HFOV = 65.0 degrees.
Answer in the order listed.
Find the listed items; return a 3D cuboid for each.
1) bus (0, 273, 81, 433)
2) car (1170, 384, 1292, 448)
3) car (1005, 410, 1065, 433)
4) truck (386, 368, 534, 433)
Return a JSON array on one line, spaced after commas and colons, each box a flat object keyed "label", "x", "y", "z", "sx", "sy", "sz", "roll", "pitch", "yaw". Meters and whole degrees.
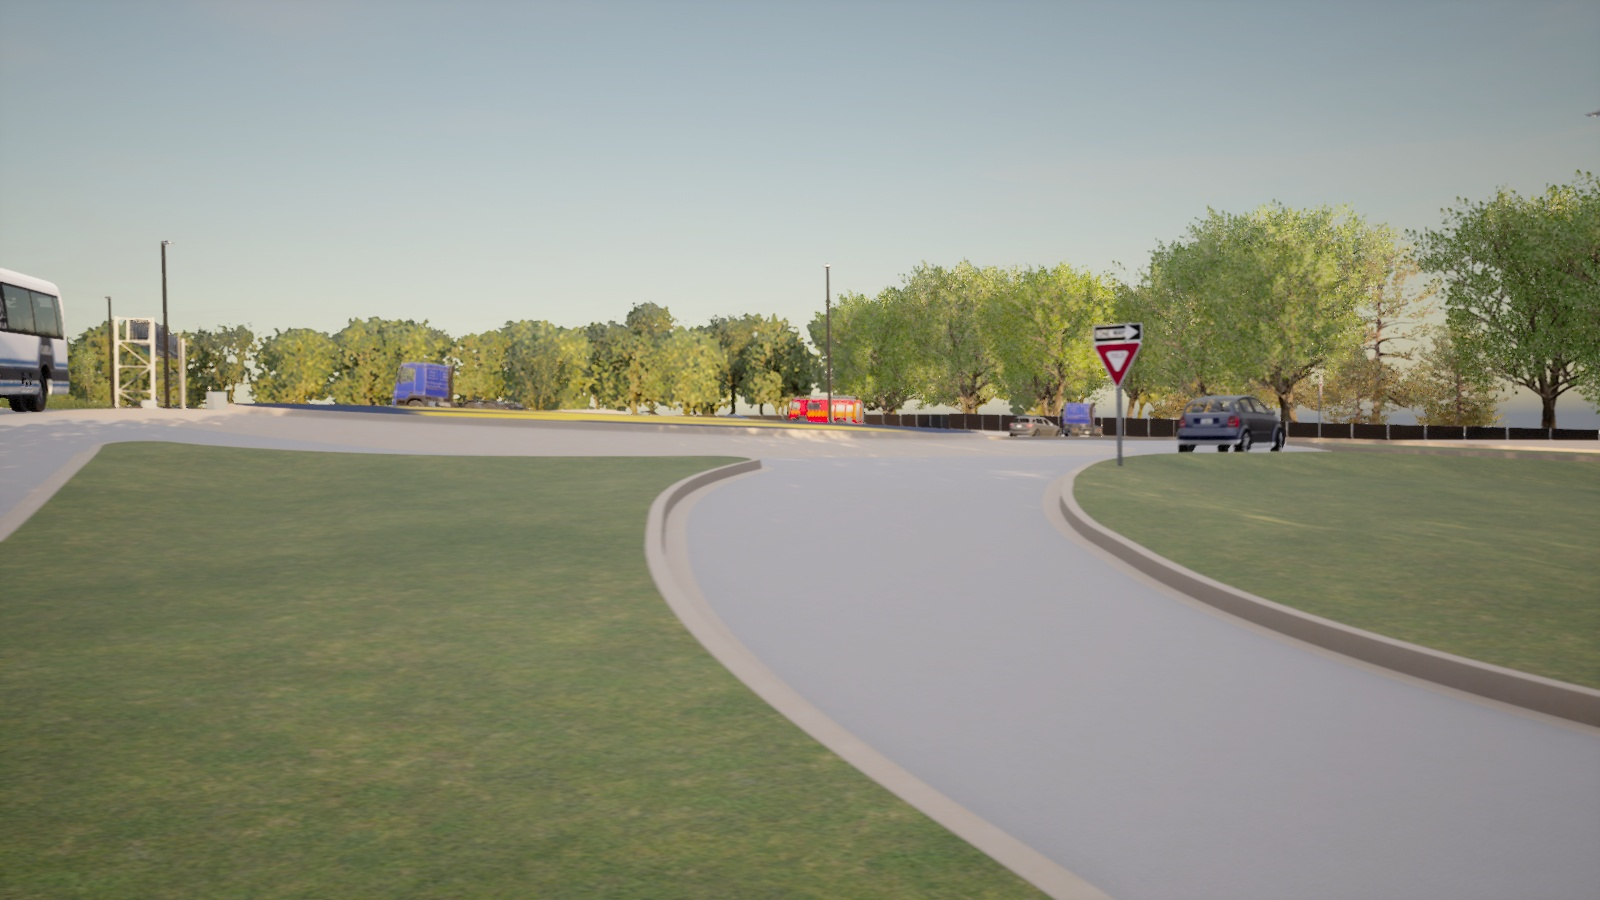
[{"label": "bus", "x": -23.800, "y": -2.612, "z": 35.227, "sx": 3.944, "sy": 4.253, "sz": 10.273, "roll": -2, "pitch": 3, "yaw": -17}, {"label": "car", "x": 11.257, "y": -0.884, "z": 32.651, "sx": 1.789, "sy": 1.549, "sz": 3.705, "roll": -1, "pitch": 1, "yaw": 39}, {"label": "car", "x": 17.386, "y": -2.103, "z": 92.711, "sx": 2.242, "sy": 1.667, "sz": 4.611, "roll": 2, "pitch": 2, "yaw": 43}, {"label": "truck", "x": -19.748, "y": -2.863, "z": 72.886, "sx": 7.936, "sy": 3.462, "sz": 2.891, "roll": 2, "pitch": -1, "yaw": 20}]
